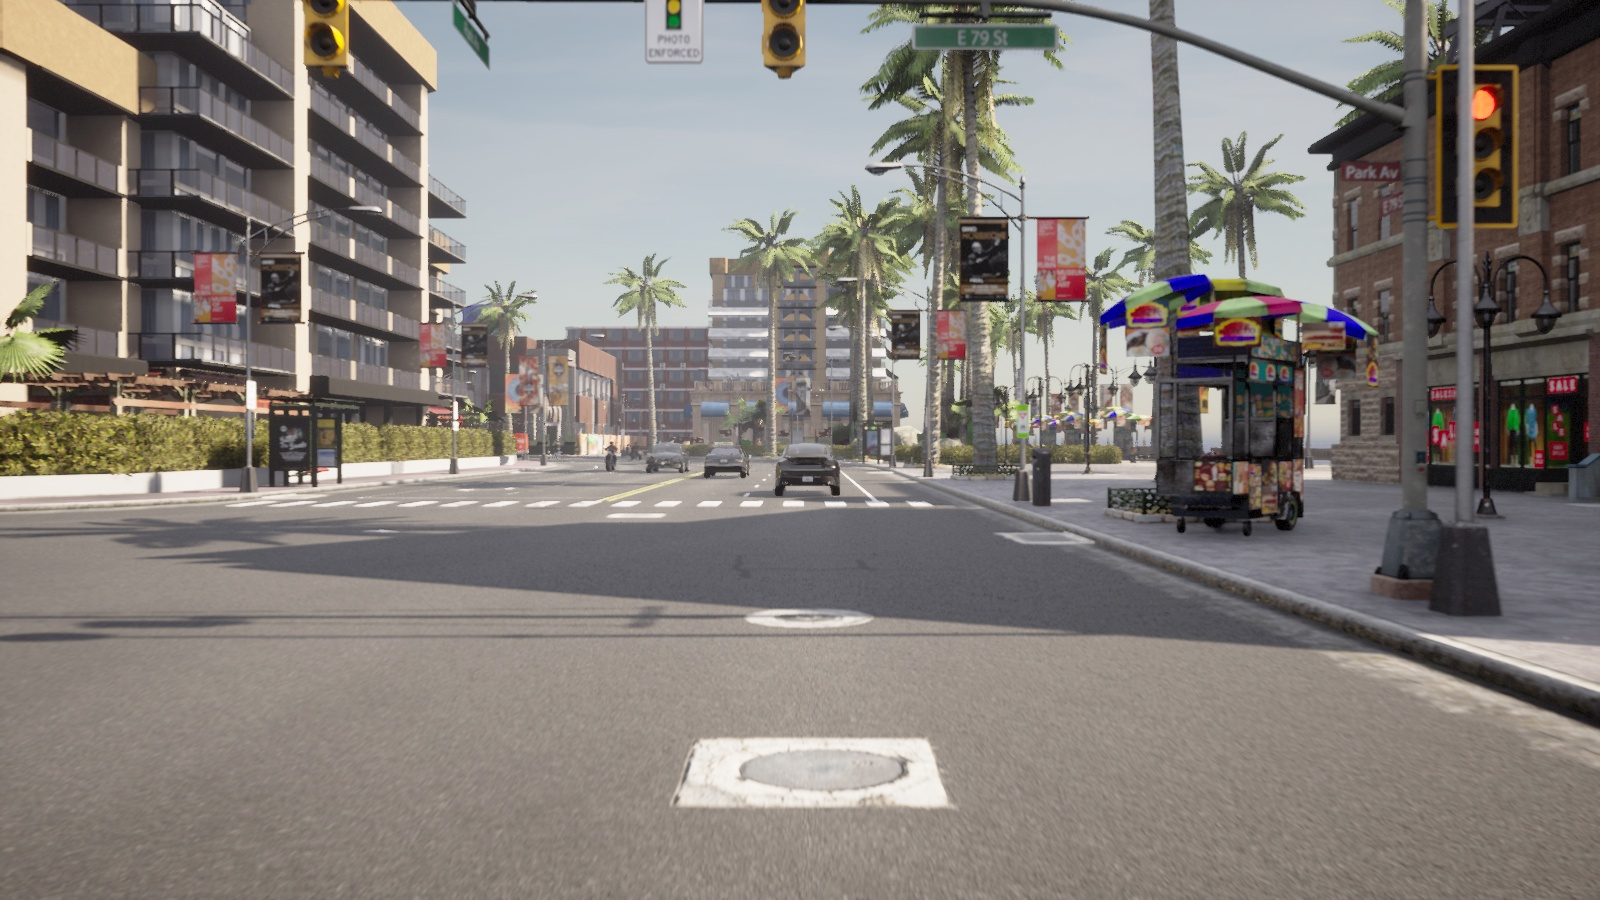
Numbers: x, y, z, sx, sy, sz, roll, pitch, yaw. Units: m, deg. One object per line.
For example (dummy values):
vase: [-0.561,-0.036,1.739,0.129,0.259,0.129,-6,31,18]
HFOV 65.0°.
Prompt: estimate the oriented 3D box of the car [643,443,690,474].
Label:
car: [-6.630,0.391,62.942,1.837,1.490,4.892,0,0,0]

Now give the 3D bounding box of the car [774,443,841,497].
car: [0.226,0.542,37.170,1.837,1.490,4.892,0,0,0]

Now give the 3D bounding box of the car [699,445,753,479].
car: [-3.173,0.481,55.023,2.033,1.411,5.357,0,0,0]

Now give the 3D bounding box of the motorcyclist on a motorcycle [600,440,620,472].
motorcyclist on a motorcycle: [-10.128,0.311,67.066,0.766,1.649,2.350,0,1,-1]
